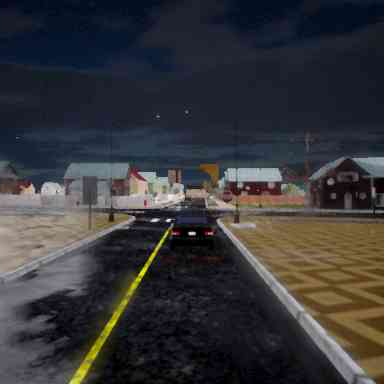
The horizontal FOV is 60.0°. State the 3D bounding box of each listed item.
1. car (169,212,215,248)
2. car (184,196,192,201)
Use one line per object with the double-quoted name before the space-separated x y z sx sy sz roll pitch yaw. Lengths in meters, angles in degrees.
"car" 0.000 1.567 14.650 2.033 1.411 5.357 0 0 0
"car" -1.077 1.667 87.152 2.033 1.411 5.357 0 0 2
